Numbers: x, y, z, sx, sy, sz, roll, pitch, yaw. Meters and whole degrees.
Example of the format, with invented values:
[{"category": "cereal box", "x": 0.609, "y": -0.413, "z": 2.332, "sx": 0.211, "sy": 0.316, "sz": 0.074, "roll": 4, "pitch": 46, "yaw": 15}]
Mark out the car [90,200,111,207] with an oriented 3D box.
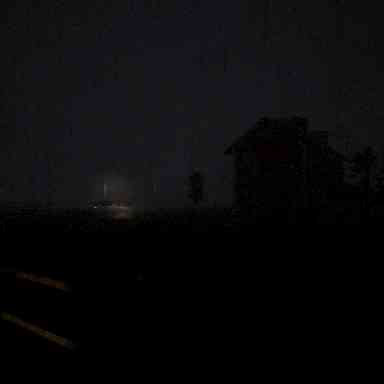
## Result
[{"category": "car", "x": -19.583, "y": 2.406, "z": 71.201, "sx": 1.837, "sy": 1.490, "sz": 4.892, "roll": 0, "pitch": -1, "yaw": 36}]
